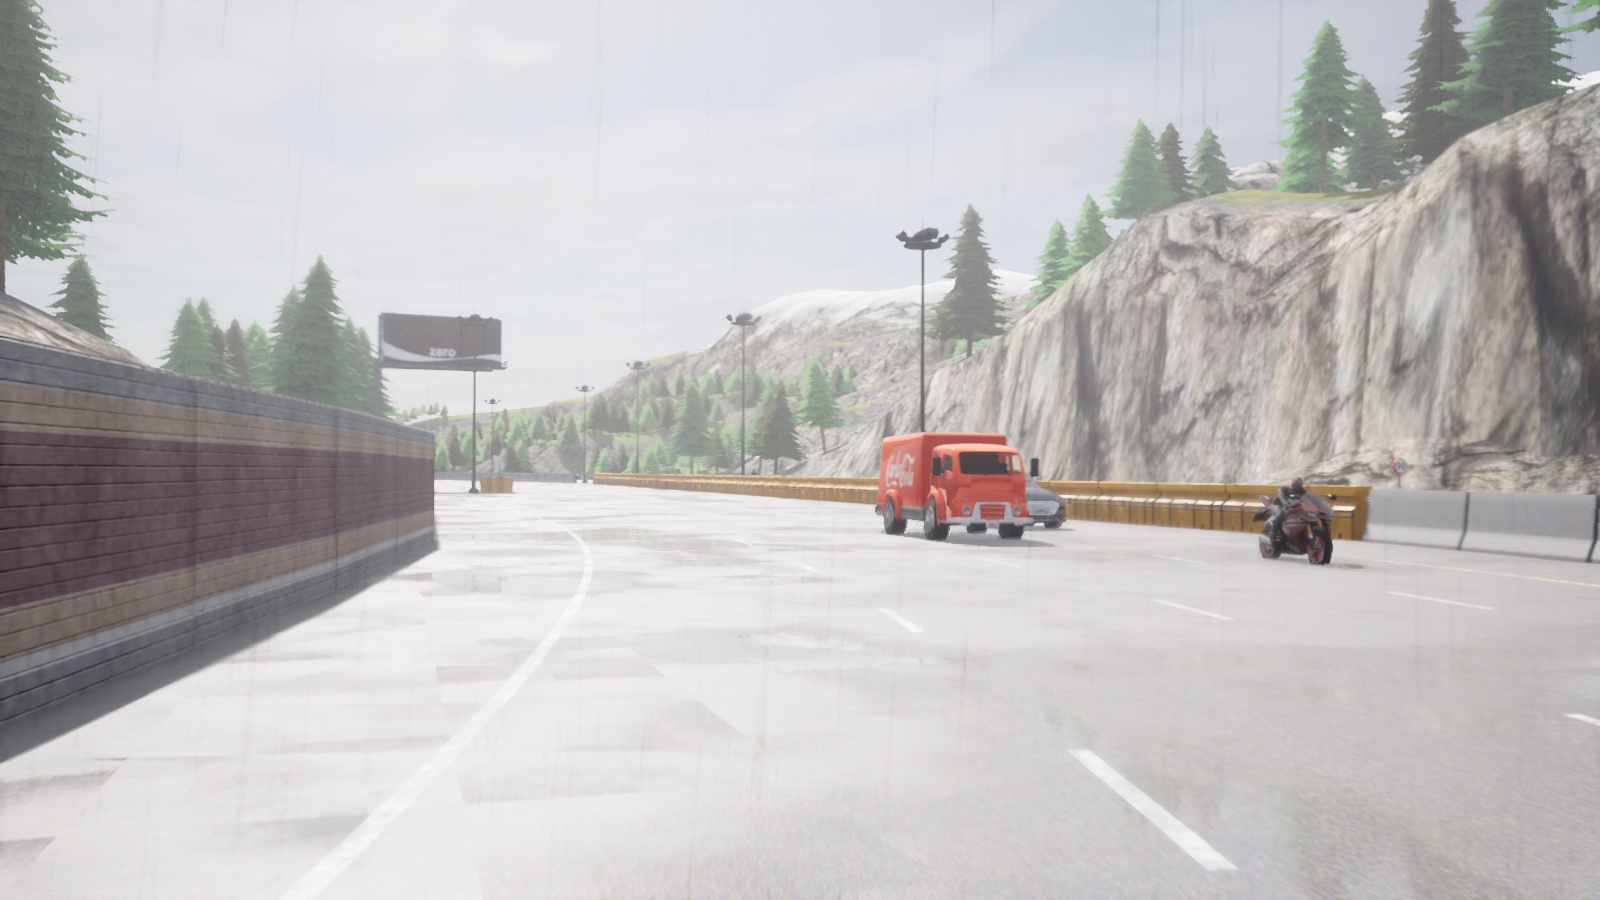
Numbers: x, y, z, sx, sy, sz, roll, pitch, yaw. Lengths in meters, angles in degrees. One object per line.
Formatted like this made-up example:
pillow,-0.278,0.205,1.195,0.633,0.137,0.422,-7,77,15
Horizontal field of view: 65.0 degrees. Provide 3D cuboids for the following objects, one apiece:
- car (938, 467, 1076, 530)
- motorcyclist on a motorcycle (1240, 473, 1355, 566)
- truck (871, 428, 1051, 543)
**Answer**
car,5.784,1.318,35.746,2.033,1.649,4.856,0,-1,-15
motorcyclist on a motorcycle,8.703,1.181,22.075,0.866,1.530,2.191,0,-1,-9
truck,3.665,0.811,29.839,2.627,2.467,5.204,0,-1,-12
